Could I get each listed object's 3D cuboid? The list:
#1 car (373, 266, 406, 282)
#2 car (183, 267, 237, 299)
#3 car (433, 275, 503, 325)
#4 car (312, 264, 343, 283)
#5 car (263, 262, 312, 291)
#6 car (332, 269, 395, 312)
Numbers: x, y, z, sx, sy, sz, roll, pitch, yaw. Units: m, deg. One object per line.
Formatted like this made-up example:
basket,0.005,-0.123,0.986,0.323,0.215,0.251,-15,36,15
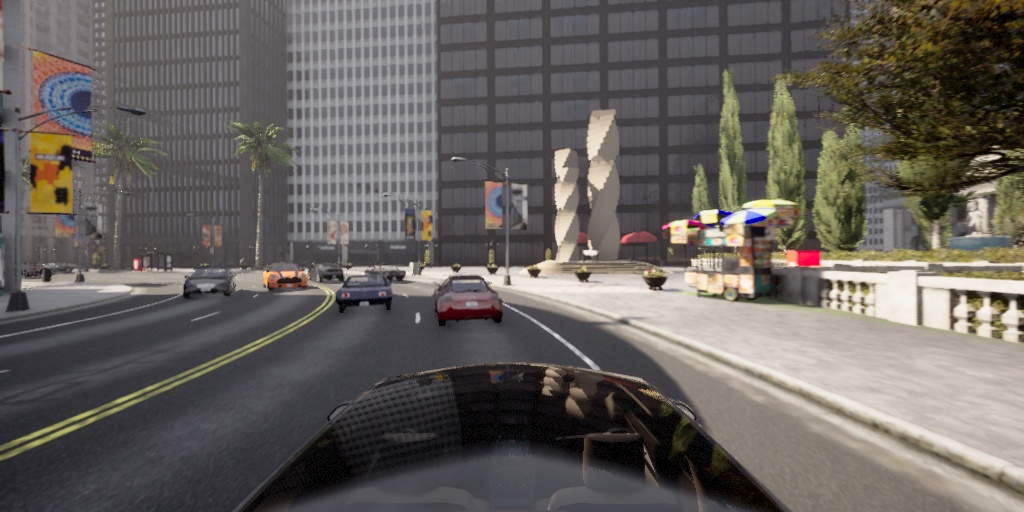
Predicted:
car,-10.622,1.452,29.730,1.895,1.301,4.718,0,0,-40
car,-16.156,1.373,19.355,2.128,1.511,4.902,0,0,-34
car,-1.604,1.335,12.106,1.994,1.385,4.181,0,0,-13
car,-15.670,1.393,29.999,1.837,1.490,4.892,0,-1,-44
car,-14.827,1.227,23.434,2.097,1.767,4.553,0,0,-39
car,-5.930,1.405,14.765,1.895,1.301,4.718,0,0,-19
